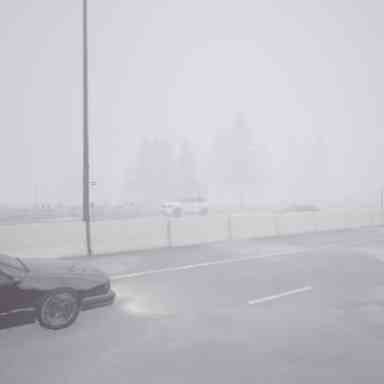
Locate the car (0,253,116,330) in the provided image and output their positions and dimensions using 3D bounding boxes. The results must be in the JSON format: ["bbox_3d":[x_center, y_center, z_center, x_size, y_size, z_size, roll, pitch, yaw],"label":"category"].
[{"bbox_3d":[-4.012,1.544,5.187,5.357,1.411,2.033,1,0,-35],"label":"car"}]

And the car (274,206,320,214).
[{"bbox_3d":[8.784,1.753,27.284,5.008,1.535,1.882,1,0,-35],"label":"car"}]

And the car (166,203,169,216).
[{"bbox_3d":[-0.520,1.414,33.600,5.566,2.045,2.150,1,-1,-35],"label":"car"}]
